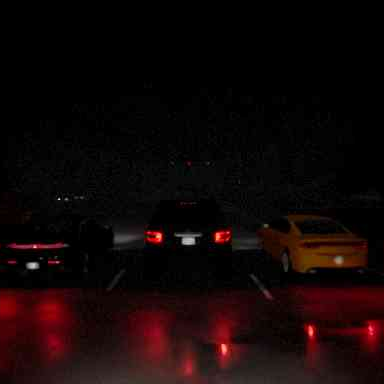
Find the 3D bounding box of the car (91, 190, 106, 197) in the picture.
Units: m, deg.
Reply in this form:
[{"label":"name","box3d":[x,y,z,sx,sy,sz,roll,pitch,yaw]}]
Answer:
[{"label":"car","box3d":[-23.169,0.834,81.364,1.994,1.385,4.181,0,1,-2]}]

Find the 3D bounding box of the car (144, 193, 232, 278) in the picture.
[{"label":"car","box3d":[-0.126,1.168,10.104,2.150,2.045,5.566,0,0,-1]}]

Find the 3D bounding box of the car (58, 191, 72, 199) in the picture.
[{"label":"car","box3d":[-30.104,0.661,78.983,2.097,1.767,4.553,0,1,-2]}]

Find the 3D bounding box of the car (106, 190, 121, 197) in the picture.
[{"label":"car","box3d":[-19.711,0.496,82.356,2.150,2.045,5.566,0,1,-2]}]

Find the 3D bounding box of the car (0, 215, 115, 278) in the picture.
[{"label":"car","box3d":[-3.632,1.439,9.925,2.128,1.511,4.902,0,0,-1]}]

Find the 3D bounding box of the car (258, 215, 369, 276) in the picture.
[{"label":"car","box3d":[3.362,1.422,10.196,1.882,1.535,5.008,0,0,-1]}]
